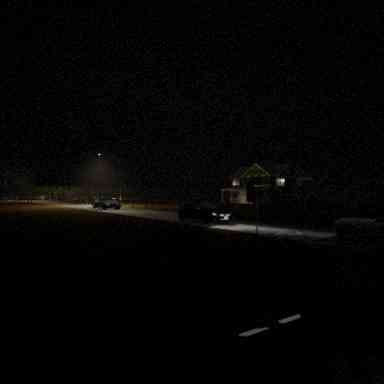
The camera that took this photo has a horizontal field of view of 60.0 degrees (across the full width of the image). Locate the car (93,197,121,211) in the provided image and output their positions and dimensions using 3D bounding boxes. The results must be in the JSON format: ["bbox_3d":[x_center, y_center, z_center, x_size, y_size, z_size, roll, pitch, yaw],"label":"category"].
[{"bbox_3d":[-9.593,1.291,37.306,1.812,1.442,4.674,2,-1,-36],"label":"car"}]

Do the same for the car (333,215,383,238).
[{"bbox_3d":[9.167,1.593,15.358,4.718,1.301,1.895,1,0,39],"label":"car"}]

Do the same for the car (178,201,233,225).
[{"bbox_3d":[0.780,1.369,22.863,1.812,1.442,4.674,2,-1,-36],"label":"car"}]
